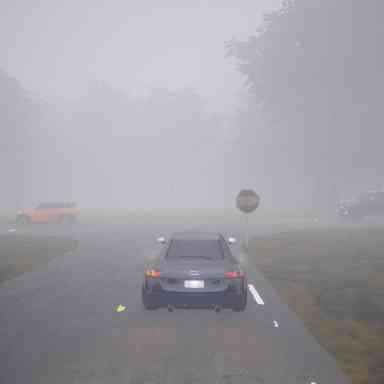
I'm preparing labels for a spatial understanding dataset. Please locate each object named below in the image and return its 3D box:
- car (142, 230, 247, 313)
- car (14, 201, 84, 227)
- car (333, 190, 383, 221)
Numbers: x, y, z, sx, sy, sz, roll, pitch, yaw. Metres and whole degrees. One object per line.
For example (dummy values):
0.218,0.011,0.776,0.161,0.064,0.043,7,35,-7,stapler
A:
0.097,1.563,7.764,1.994,1.385,4.181,0,0,2,car
-10.356,1.504,24.164,4.553,1.767,2.097,-1,1,0,car
13.193,0.919,24.044,5.566,2.045,2.150,-2,1,-1,car
